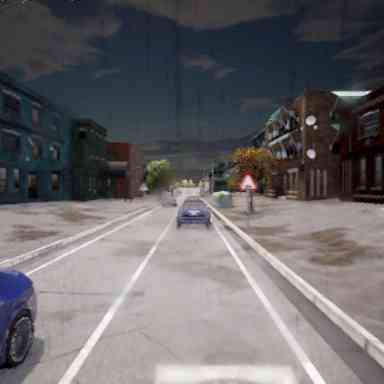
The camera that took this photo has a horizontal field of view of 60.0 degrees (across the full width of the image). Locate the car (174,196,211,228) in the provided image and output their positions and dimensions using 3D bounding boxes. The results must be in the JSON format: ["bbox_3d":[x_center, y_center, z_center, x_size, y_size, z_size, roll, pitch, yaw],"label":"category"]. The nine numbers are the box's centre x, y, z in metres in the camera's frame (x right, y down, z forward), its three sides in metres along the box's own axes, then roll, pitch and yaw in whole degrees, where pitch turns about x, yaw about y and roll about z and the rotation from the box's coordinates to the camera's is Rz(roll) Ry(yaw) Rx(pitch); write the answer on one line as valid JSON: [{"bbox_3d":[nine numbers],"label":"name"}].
[{"bbox_3d":[0.104,1.310,22.097,2.097,1.767,4.553,0,0,0],"label":"car"}]

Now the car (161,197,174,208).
[{"bbox_3d":[-3.074,1.416,45.414,1.994,1.385,4.181,0,0,0],"label":"car"}]

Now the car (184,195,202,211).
[{"bbox_3d":[0.105,1.232,39.767,2.097,1.767,4.553,0,0,0],"label":"car"}]

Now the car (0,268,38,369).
[{"bbox_3d":[-3.100,1.524,3.018,1.812,1.442,4.674,0,0,0],"label":"car"}]
